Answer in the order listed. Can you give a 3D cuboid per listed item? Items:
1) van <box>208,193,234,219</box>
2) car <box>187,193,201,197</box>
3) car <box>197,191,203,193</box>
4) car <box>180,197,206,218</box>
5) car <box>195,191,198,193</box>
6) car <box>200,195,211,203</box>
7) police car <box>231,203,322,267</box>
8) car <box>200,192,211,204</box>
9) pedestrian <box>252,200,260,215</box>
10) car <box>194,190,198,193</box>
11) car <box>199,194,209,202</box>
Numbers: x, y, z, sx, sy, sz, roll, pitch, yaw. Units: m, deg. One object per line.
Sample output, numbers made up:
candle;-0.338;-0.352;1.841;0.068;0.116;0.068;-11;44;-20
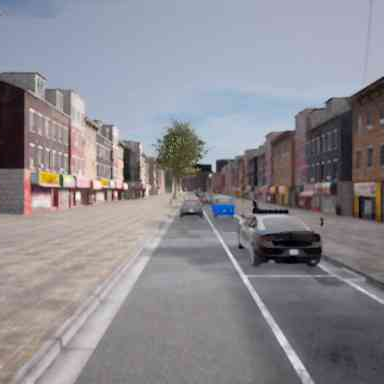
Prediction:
van;2.562;1.237;27.924;1.690;1.788;3.998;0;0;0
car;-0.068;1.276;44.460;1.882;1.535;5.008;0;0;0
car;2.479;1.027;55.631;2.192;1.841;5.009;1;0;0
car;-0.024;1.454;29.296;1.994;1.385;4.181;0;0;1
car;2.392;1.025;83.339;2.008;1.369;4.403;1;1;0
car;2.460;1.233;61.174;1.947;1.339;4.313;1;0;0
police car;2.718;1.389;11.474;1.930;1.638;5.238;0;0;0
car;2.495;1.195;50.091;1.967;1.590;4.097;1;0;0
pedestrian;2.708;1.248;14.488;0.375;1.860;0.375;0;0;0
car;2.361;0.683;94.418;2.192;1.841;5.009;1;1;0
car;2.443;1.146;66.885;1.752;1.417;4.829;1;0;0
